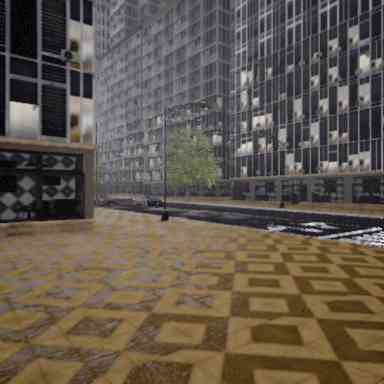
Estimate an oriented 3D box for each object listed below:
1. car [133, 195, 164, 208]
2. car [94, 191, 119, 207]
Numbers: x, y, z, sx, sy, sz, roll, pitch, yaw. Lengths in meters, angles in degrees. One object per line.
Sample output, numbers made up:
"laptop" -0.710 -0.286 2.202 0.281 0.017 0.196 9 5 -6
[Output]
"car" -4.844 1.006 36.758 1.994 1.385 4.181 0 1 -38
"car" -10.423 0.900 38.617 2.033 1.411 5.357 0 1 -38
